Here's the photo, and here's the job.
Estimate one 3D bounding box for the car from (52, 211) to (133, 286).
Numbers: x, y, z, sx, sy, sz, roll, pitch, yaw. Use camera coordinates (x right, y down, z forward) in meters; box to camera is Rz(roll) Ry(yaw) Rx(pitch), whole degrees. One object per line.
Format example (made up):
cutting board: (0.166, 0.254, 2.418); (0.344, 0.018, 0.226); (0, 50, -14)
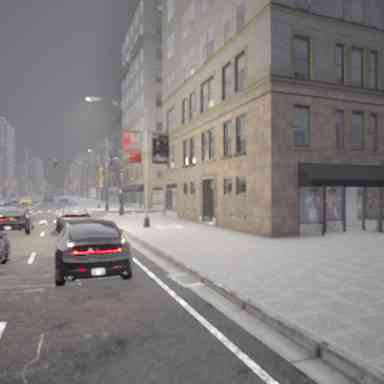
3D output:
car: (-2.967, 1.542, 9.688); (1.837, 1.490, 4.892); (0, 0, -21)

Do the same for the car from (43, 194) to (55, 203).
car: (-32.663, 1.541, 75.785); (2.150, 2.045, 5.566); (0, 0, -22)

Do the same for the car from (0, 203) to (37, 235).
car: (-10.167, 1.588, 19.087); (1.837, 1.490, 4.892); (0, 0, -22)

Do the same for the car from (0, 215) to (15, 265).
car: (-6.159, 1.567, 8.940); (1.812, 1.442, 4.674); (0, 0, -21)

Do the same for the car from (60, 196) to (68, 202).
car: (-33.455, 1.723, 86.641); (1.837, 1.490, 4.892); (0, 0, -22)

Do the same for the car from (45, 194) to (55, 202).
car: (-36.490, 1.450, 85.477); (2.150, 2.045, 5.566); (0, 0, -22)

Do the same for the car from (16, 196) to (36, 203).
car: (-30.052, 1.743, 60.293); (1.882, 1.535, 5.008); (0, 0, -21)

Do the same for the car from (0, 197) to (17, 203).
car: (-33.065, 1.768, 59.078); (2.128, 1.511, 4.902); (0, 0, -21)

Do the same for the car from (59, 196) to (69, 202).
car: (-29.628, 1.792, 76.950); (1.882, 1.535, 5.008); (0, 0, -22)

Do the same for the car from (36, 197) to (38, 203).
car: (-35.663, 1.671, 74.536); (2.097, 1.767, 4.553); (0, 0, -22)

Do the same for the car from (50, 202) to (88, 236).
car: (-6.852, 1.569, 19.265); (2.128, 1.511, 4.902); (0, 0, -22)

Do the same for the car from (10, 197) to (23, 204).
car: (-38.765, 1.857, 73.540); (2.033, 1.411, 5.357); (0, 0, -22)
